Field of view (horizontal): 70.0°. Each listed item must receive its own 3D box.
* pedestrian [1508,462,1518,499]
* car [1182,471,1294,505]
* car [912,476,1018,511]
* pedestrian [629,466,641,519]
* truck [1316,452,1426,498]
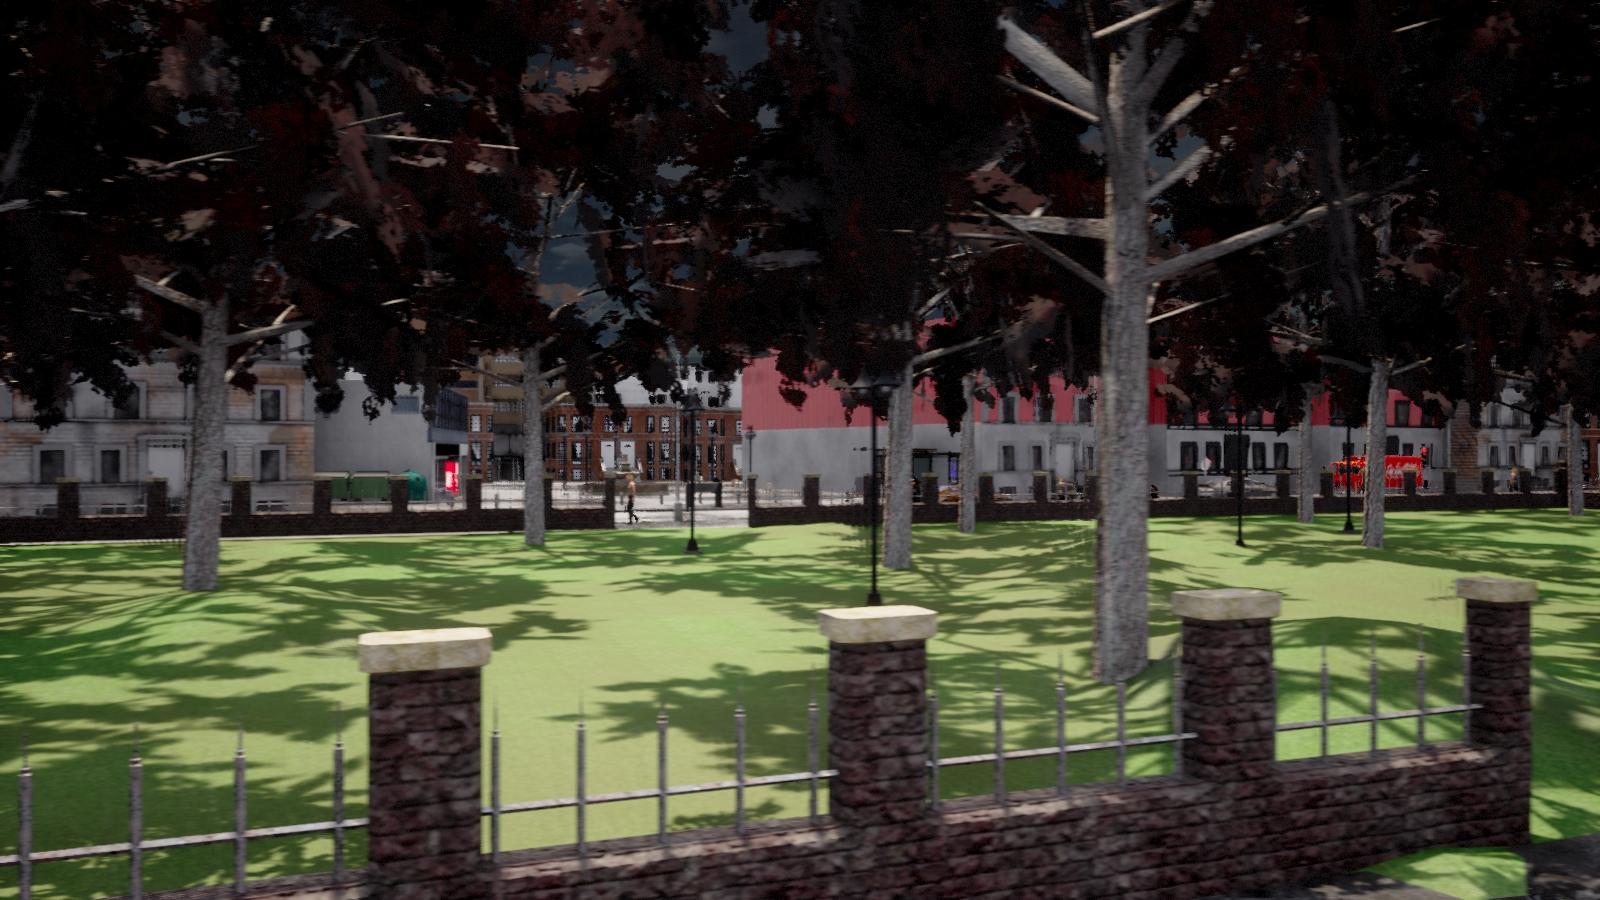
[{"bbox_3d":[35.969,1.524,57.638,0.375,1.860,0.375,0,0,16],"label":"pedestrian"},{"bbox_3d":[21.276,1.826,55.503,4.902,1.511,2.128,0,0,-20],"label":"car"},{"bbox_3d":[7.272,1.910,50.430,4.181,1.385,1.994,-1,0,-20],"label":"car"},{"bbox_3d":[-5.904,1.523,40.796,0.375,1.860,0.375,0,0,-17],"label":"pedestrian"},{"bbox_3d":[31.766,1.345,63.591,5.204,2.467,2.627,0,0,-20],"label":"truck"}]
